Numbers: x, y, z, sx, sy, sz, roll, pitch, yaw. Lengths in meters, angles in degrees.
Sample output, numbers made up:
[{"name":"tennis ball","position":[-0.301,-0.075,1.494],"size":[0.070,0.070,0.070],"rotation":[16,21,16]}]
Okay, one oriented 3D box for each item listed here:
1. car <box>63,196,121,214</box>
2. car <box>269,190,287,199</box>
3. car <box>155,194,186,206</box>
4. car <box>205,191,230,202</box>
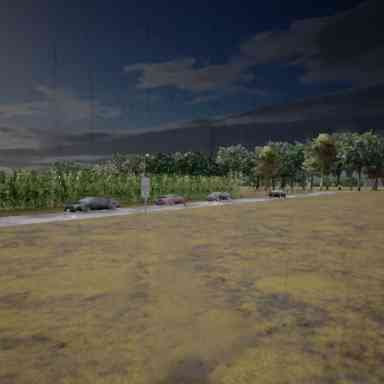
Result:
[{"name":"car","position":[-8.953,1.116,30.334],"size":[2.033,1.411,5.357],"rotation":[0,1,35]},{"name":"car","position":[15.479,0.341,59.879],"size":[1.882,1.535,5.008],"rotation":[0,1,35]},{"name":"car","position":[-2.490,0.924,39.492],"size":[1.994,1.385,4.181],"rotation":[0,1,35]},{"name":"car","position":[3.813,0.663,48.381],"size":[1.837,1.490,4.892],"rotation":[0,1,35]}]
